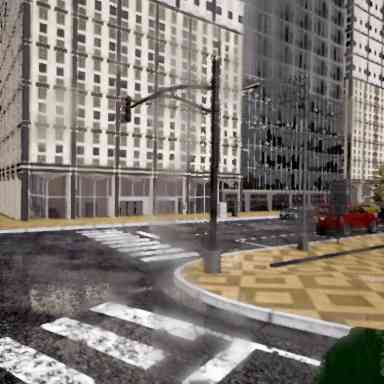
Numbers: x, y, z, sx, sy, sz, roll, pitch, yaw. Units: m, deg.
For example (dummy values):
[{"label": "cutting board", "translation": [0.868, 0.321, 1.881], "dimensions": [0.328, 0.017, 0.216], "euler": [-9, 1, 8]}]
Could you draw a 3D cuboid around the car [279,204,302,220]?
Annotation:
[{"label": "car", "translation": [9.868, 1.787, 30.668], "dimensions": [4.403, 1.369, 2.008], "euler": [0, 1, -34]}]

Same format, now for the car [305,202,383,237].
[{"label": "car", "translation": [9.643, 1.675, 20.960], "dimensions": [5.009, 1.841, 2.192], "euler": [0, 1, -34]}]

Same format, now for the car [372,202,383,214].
[{"label": "car", "translation": [23.903, 1.899, 40.273], "dimensions": [4.313, 1.339, 1.947], "euler": [0, 1, -34]}]

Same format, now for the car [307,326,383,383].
[{"label": "car", "translation": [2.947, 1.590, 1.583], "dimensions": [4.718, 1.301, 1.895], "euler": [0, 0, 36]}]

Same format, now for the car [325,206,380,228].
[{"label": "car", "translation": [12.594, 1.866, 25.997], "dimensions": [4.674, 1.442, 1.812], "euler": [0, 1, -34]}]

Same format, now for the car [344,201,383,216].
[{"label": "car", "translation": [19.085, 1.825, 36.974], "dimensions": [4.829, 1.417, 1.752], "euler": [0, 1, -34]}]
